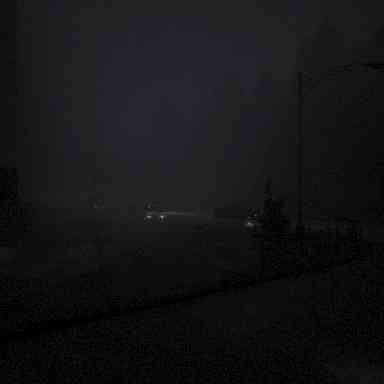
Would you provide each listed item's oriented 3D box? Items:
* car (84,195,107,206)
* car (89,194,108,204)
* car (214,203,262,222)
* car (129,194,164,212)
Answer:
[{"bbox_3d":[-15.864,1.613,53.866,2.033,1.411,5.357,0,0,-36],"label":"car"},{"bbox_3d":[-18.067,1.353,63.975,2.097,1.767,4.553,0,0,-35],"label":"car"},{"bbox_3d":[3.619,1.563,26.522,1.994,1.385,4.181,0,0,-36],"label":"car"},{"bbox_3d":[-5.441,1.223,39.166,2.150,2.045,5.566,0,0,-36],"label":"car"}]
